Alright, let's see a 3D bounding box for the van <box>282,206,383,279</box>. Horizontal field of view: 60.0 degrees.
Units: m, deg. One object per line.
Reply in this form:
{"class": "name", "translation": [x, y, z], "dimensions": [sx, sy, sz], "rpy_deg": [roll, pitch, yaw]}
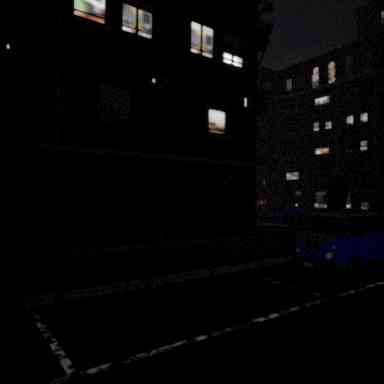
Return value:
{"class": "van", "translation": [4.813, 1.439, 10.114], "dimensions": [3.998, 1.788, 1.690], "rpy_deg": [1, 0, -35]}

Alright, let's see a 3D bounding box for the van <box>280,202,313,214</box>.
{"class": "van", "translation": [12.386, 2.085, 39.541], "dimensions": [1.690, 1.788, 3.998], "rpy_deg": [0, -1, -36]}

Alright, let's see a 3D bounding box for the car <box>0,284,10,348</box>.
{"class": "car", "translation": [-4.305, 1.566, 3.488], "dimensions": [4.206, 1.307, 1.802], "rpy_deg": [1, 0, -35]}
